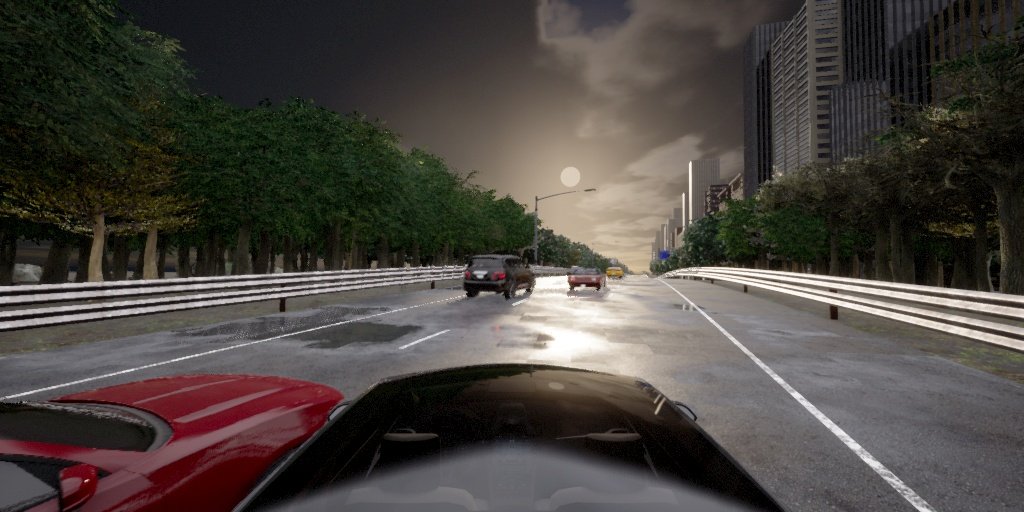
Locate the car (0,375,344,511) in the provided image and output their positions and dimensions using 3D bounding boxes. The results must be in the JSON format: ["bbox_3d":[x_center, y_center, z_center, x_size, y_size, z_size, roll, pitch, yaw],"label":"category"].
[{"bbox_3d":[-2.813,1.225,1.077,1.882,1.535,5.008,0,0,19],"label":"car"}]

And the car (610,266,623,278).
[{"bbox_3d":[13.775,2.174,48.020,1.882,1.535,5.008,0,-3,19],"label":"car"}]

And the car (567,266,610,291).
[{"bbox_3d":[4.904,1.448,22.911,1.895,1.301,4.718,0,-1,19],"label":"car"}]

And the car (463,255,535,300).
[{"bbox_3d":[-0.482,0.996,18.178,2.150,2.045,5.566,0,0,19],"label":"car"}]
